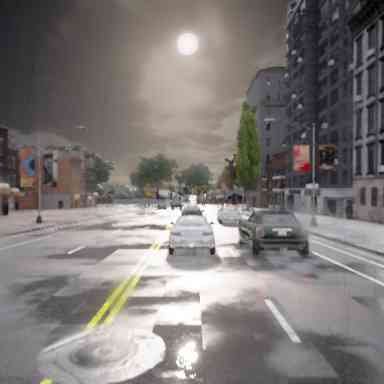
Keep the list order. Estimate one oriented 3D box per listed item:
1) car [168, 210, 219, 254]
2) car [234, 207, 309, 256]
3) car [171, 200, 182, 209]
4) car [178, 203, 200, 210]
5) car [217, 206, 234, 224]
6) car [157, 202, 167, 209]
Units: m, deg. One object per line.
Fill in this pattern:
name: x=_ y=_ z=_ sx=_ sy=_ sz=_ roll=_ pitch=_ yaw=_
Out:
car: x=0.003 y=1.719 z=14.404 sx=1.812 sy=1.442 sz=4.674 roll=0 pitch=-1 yaw=0
car: x=3.249 y=1.538 z=14.068 sx=2.097 sy=1.767 sz=4.553 roll=0 pitch=-1 yaw=0
car: x=-3.271 y=2.650 z=71.727 sx=2.150 sy=2.045 sz=5.566 roll=0 pitch=-1 yaw=0
car: x=-0.003 y=1.974 z=29.296 sx=1.837 sy=1.490 sz=4.892 roll=0 pitch=-1 yaw=0
car: x=3.248 y=1.994 z=29.408 sx=1.812 sy=1.442 sz=4.674 roll=0 pitch=-1 yaw=0
car: x=-6.521 y=2.926 z=71.749 sx=1.837 sy=1.490 sz=4.892 roll=0 pitch=-1 yaw=0
